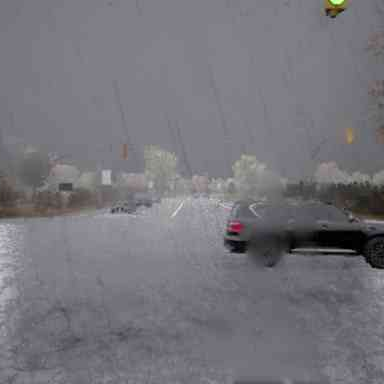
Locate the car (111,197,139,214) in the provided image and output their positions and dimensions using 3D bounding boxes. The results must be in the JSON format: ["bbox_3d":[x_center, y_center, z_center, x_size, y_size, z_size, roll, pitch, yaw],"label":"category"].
[{"bbox_3d":[-7.105,1.514,34.767,1.994,1.385,4.181,0,0,-1],"label":"car"}]

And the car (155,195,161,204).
[{"bbox_3d":[-7.004,1.403,62.597,2.128,1.511,4.902,0,0,0],"label":"car"}]

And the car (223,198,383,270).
[{"bbox_3d":[3.780,1.212,10.666,5.566,2.045,2.150,0,0,3],"label":"car"}]

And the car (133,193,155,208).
[{"bbox_3d":[-7.085,1.154,47.701,2.150,2.045,5.566,0,0,0],"label":"car"}]
